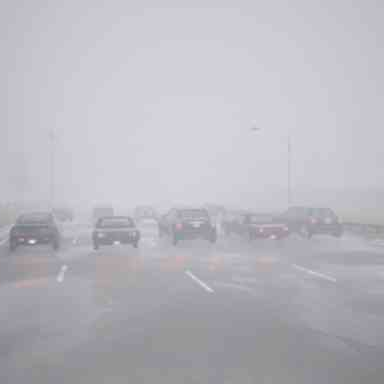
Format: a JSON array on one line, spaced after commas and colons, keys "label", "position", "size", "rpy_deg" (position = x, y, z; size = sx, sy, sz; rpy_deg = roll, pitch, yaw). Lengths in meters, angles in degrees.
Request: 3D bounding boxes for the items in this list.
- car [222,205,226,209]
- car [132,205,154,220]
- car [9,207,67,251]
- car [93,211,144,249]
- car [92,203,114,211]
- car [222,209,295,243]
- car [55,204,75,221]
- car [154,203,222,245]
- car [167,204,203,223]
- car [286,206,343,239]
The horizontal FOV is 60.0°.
[{"label": "car", "position": [1.981, 1.859, 33.402], "size": [1.837, 1.490, 4.892], "rpy_deg": [0, 0, -16]}, {"label": "car", "position": [-4.116, 1.850, 29.286], "size": [2.033, 1.411, 5.357], "rpy_deg": [0, -1, -16]}, {"label": "car", "position": [-6.905, 1.657, 15.082], "size": [1.837, 1.490, 4.892], "rpy_deg": [0, 0, -19]}, {"label": "car", "position": [-3.601, 1.759, 15.406], "size": [1.895, 1.301, 4.718], "rpy_deg": [0, -1, -16]}, {"label": "car", "position": [-8.405, 1.798, 31.519], "size": [1.882, 1.535, 5.008], "rpy_deg": [0, 0, -16]}, {"label": "car", "position": [3.103, 1.788, 17.421], "size": [1.895, 1.301, 4.718], "rpy_deg": [0, -1, -16]}, {"label": "car", "position": [-11.612, 1.826, 30.017], "size": [1.812, 1.442, 4.674], "rpy_deg": [0, 0, -16]}, {"label": "car", "position": [-0.386, 1.529, 16.891], "size": [2.097, 1.767, 4.553], "rpy_deg": [0, -1, -16]}, {"label": "car", "position": [-0.772, 1.865, 30.318], "size": [2.033, 1.411, 5.357], "rpy_deg": [0, -1, -16]}, {"label": "car", "position": [6.313, 1.559, 18.924], "size": [2.097, 1.767, 4.553], "rpy_deg": [0, -1, -16]}]
